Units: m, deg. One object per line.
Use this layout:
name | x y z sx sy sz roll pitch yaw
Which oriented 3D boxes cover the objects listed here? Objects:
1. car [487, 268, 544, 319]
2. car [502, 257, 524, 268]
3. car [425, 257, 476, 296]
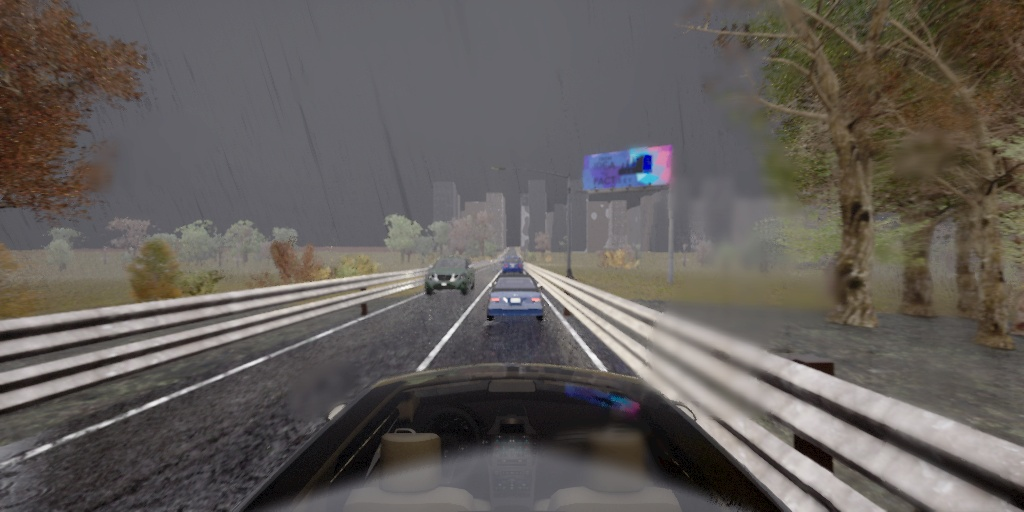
car | 0.096 1.342 12.903 2.033 1.411 5.357 0 0 0
car | 0.091 1.120 38.851 2.150 2.045 5.566 0 0 0
car | -3.348 1.047 20.432 2.150 2.045 5.566 0 0 0
